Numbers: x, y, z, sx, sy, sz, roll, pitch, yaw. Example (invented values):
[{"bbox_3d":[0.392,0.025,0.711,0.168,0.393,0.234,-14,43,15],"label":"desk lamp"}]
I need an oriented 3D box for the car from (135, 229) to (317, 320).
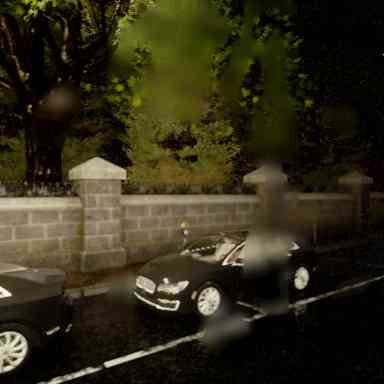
[{"bbox_3d":[0.915,1.527,7.204,4.403,1.369,2.008,0,1,-35],"label":"car"}]

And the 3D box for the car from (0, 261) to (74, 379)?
[{"bbox_3d":[-3.713,1.555,3.905,4.403,1.369,2.008,0,1,-35],"label":"car"}]
